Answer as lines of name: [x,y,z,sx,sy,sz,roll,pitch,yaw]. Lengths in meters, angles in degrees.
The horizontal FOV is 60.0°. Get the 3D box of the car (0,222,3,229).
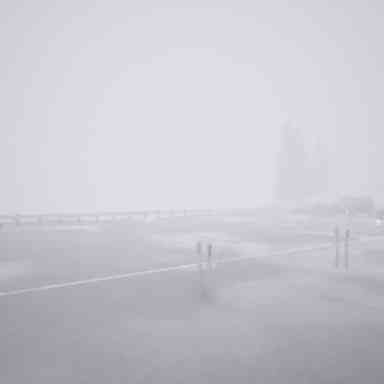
car: [-12.512,1.545,16.529,5.357,1.411,2.033,0,0,-35]

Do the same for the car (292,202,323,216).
car: [12.777,1.709,34.587,5.357,1.411,2.033,0,0,-35]

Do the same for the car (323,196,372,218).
car: [15.549,1.390,32.260,5.566,2.045,2.150,1,-1,-35]

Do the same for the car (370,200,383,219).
car: [18.795,1.722,30.270,5.357,1.411,2.033,0,0,-35]
